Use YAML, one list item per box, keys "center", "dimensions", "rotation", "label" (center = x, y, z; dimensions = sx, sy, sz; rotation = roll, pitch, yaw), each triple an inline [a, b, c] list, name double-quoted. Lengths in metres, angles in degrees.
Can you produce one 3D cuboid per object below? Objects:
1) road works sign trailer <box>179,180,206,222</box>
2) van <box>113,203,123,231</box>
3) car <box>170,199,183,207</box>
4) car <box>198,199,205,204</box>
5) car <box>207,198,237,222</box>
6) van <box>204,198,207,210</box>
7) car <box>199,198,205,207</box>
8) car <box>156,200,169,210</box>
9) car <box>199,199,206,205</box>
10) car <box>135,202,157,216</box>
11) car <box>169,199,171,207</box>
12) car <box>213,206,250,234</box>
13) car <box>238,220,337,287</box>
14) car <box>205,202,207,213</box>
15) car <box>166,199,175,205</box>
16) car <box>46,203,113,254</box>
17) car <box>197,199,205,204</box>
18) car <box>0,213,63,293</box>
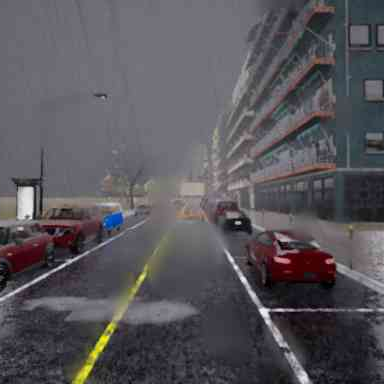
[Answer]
- center: [0.008, 0.779, 29.371]
  dimensions: [2.380, 3.560, 2.880]
  rotation: [0, -1, 0]
  label: "road works sign trailer"
- center: [-5.298, 1.558, 20.164]
  dimensions: [1.690, 1.788, 3.998]
  rotation: [1, -1, 0]
  label: "van"
- center: [-2.748, 2.227, 65.357]
  dimensions: [1.812, 1.442, 4.674]
  rotation: [0, -1, 0]
  label: "car"
- center: [2.599, 2.480, 88.750]
  dimensions: [1.752, 1.417, 4.829]
  rotation: [1, -1, 0]
  label: "car"
- center: [2.584, 1.597, 26.314]
  dimensions: [2.192, 1.841, 5.009]
  rotation: [1, -1, 0]
  label: "car"
- center: [2.587, 1.745, 37.635]
  dimensions: [1.690, 1.788, 3.998]
  rotation: [1, -1, 0]
  label: "van"
- center: [2.590, 1.840, 48.957]
  dimensions: [2.192, 1.841, 5.009]
  rotation: [1, -1, 0]
  label: "car"
- center: [-5.292, 2.146, 54.085]
  dimensions: [1.947, 1.339, 4.313]
  rotation: [1, -1, 0]
  label: "car"
- center: [2.597, 2.419, 83.089]
  dimensions: [1.752, 1.417, 4.829]
  rotation: [1, -1, 0]
  label: "car"
- center: [-5.297, 1.980, 37.123]
  dimensions: [1.802, 1.307, 4.206]
  rotation: [1, -1, 0]
  label: "car"
- center: [-5.289, 2.284, 65.392]
  dimensions: [1.802, 1.307, 4.206]
  rotation: [1, -1, 0]
  label: "car"
- center: [2.579, 1.788, 20.650]
  dimensions: [1.947, 1.339, 4.313]
  rotation: [1, -1, 0]
  label: "car"
- center: [2.576, 1.683, 9.329]
  dimensions: [1.802, 1.307, 4.206]
  rotation: [1, -1, 0]
  label: "car"
- center: [2.583, 1.909, 31.972]
  dimensions: [1.947, 1.339, 4.313]
  rotation: [1, -1, 0]
  label: "car"
- center: [-5.284, 2.409, 82.184]
  dimensions: [1.752, 1.417, 4.829]
  rotation: [1, -1, 0]
  label: "car"
- center: [-5.300, 1.472, 14.511]
  dimensions: [2.192, 1.841, 5.009]
  rotation: [1, -1, 0]
  label: "car"
- center: [2.600, 2.566, 94.240]
  dimensions: [2.008, 1.369, 4.403]
  rotation: [1, -1, 0]
  label: "car"
- center: [-5.303, 1.536, 8.856]
  dimensions: [1.967, 1.590, 4.097]
  rotation: [1, -1, 0]
  label: "car"
